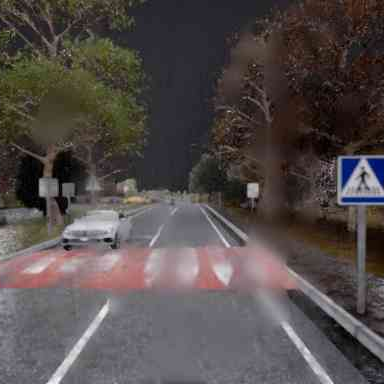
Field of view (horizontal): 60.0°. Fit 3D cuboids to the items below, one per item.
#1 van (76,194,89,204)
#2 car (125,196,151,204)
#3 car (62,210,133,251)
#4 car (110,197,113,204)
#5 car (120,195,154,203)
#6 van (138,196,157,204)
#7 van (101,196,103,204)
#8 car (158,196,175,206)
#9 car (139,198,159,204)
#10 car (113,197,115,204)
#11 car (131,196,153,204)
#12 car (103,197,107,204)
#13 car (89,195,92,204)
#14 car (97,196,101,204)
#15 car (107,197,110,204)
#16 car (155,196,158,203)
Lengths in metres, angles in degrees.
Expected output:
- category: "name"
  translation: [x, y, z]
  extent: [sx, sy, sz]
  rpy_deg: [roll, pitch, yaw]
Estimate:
- category: "van"
  translation: [-24.230, 1.480, 68.158]
  extent: [4.442, 1.987, 1.878]
  rpy_deg: [0, -1, -1]
- category: "car"
  translation: [-11.038, 1.690, 68.182]
  extent: [4.892, 1.521, 2.231]
  rpy_deg: [0, -1, -1]
- category: "car"
  translation: [-3.470, 1.432, 13.031]
  extent: [1.812, 1.442, 4.674]
  rpy_deg: [0, -5, -1]
- category: "car"
  translation: [-24.302, 2.301, 87.653]
  extent: [5.008, 1.535, 2.097]
  rpy_deg: [0, -2, -1]
- category: "car"
  translation: [-10.819, 1.621, 65.416]
  extent: [5.366, 1.575, 1.946]
  rpy_deg: [0, -1, -1]
- category: "van"
  translation: [-11.316, 1.967, 84.828]
  extent: [4.442, 1.987, 1.878]
  rpy_deg: [0, -2, -1]
- category: "van"
  translation: [-24.341, 1.811, 79.352]
  extent: [4.442, 1.987, 1.878]
  rpy_deg: [0, -2, -1]
- category: "car"
  translation: [-3.865, 1.468, 54.380]
  extent: [2.128, 1.511, 4.902]
  rpy_deg: [0, -1, 0]
- category: "car"
  translation: [-11.232, 2.281, 87.597]
  extent: [5.008, 1.535, 2.097]
  rpy_deg: [0, -2, -1]
- category: "car"
  translation: [-24.329, 2.391, 90.421]
  extent: [4.892, 1.521, 2.231]
  rpy_deg: [0, -2, -1]
- category: "car"
  translation: [-11.119, 1.717, 73.732]
  extent: [4.553, 1.767, 2.185]
  rpy_deg: [0, -2, -1]
- category: "car"
  translation: [-24.221, 1.999, 82.119]
  extent: [4.553, 1.767, 2.185]
  rpy_deg: [0, -2, -1]
- category: "car"
  translation: [-24.169, 1.529, 71.051]
  extent: [5.566, 2.045, 2.435]
  rpy_deg: [0, -1, -1]
- category: "car"
  translation: [-24.190, 1.950, 76.577]
  extent: [4.892, 1.521, 2.231]
  rpy_deg: [0, -2, -1]
- category: "car"
  translation: [-24.273, 2.209, 84.758]
  extent: [5.008, 1.535, 2.097]
  rpy_deg: [0, -2, -1]
- category: "car"
  translation: [-11.087, 1.677, 76.507]
  extent: [5.566, 2.045, 2.435]
  rpy_deg: [0, -2, -1]
